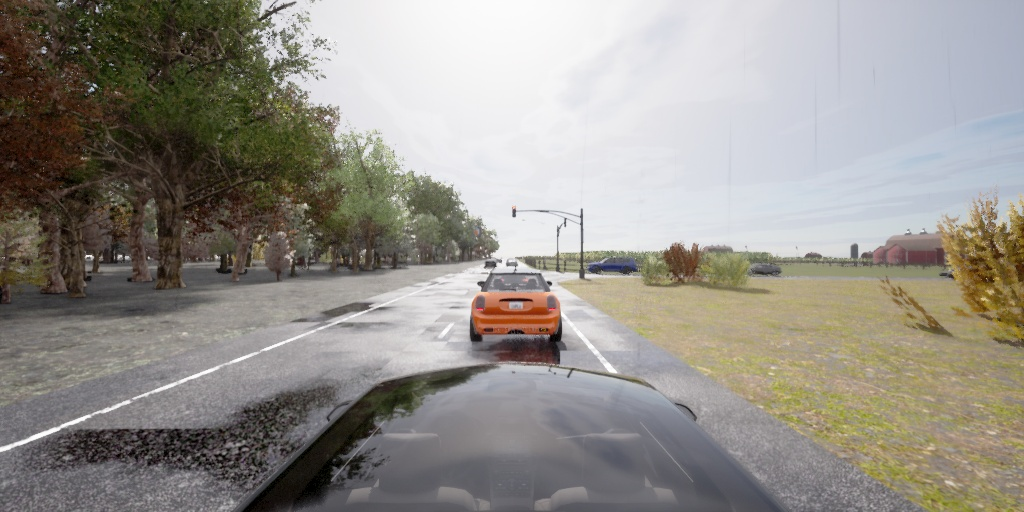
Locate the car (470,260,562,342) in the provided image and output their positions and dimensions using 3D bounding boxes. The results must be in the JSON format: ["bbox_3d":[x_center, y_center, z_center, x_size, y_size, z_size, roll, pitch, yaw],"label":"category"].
[{"bbox_3d":[0.083,1.102,9.954,2.097,1.767,4.553,0,0,0],"label":"car"}]

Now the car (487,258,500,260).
[{"bbox_3d":[-3.540,1.220,60.842,1.882,1.535,5.008,0,0,0],"label":"car"}]

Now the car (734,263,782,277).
[{"bbox_3d":[28.278,1.600,41.283,4.902,1.511,2.128,1,-1,0],"label":"car"}]

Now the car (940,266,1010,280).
[{"bbox_3d":[48.898,1.765,37.610,4.902,1.511,2.128,1,-1,1],"label":"car"}]

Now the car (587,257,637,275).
[{"bbox_3d":[11.584,1.154,41.663,5.566,2.045,2.150,1,-1,5],"label":"car"}]

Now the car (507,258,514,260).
[{"bbox_3d":[-0.015,1.306,62.675,1.994,1.385,4.181,0,0,0],"label":"car"}]
